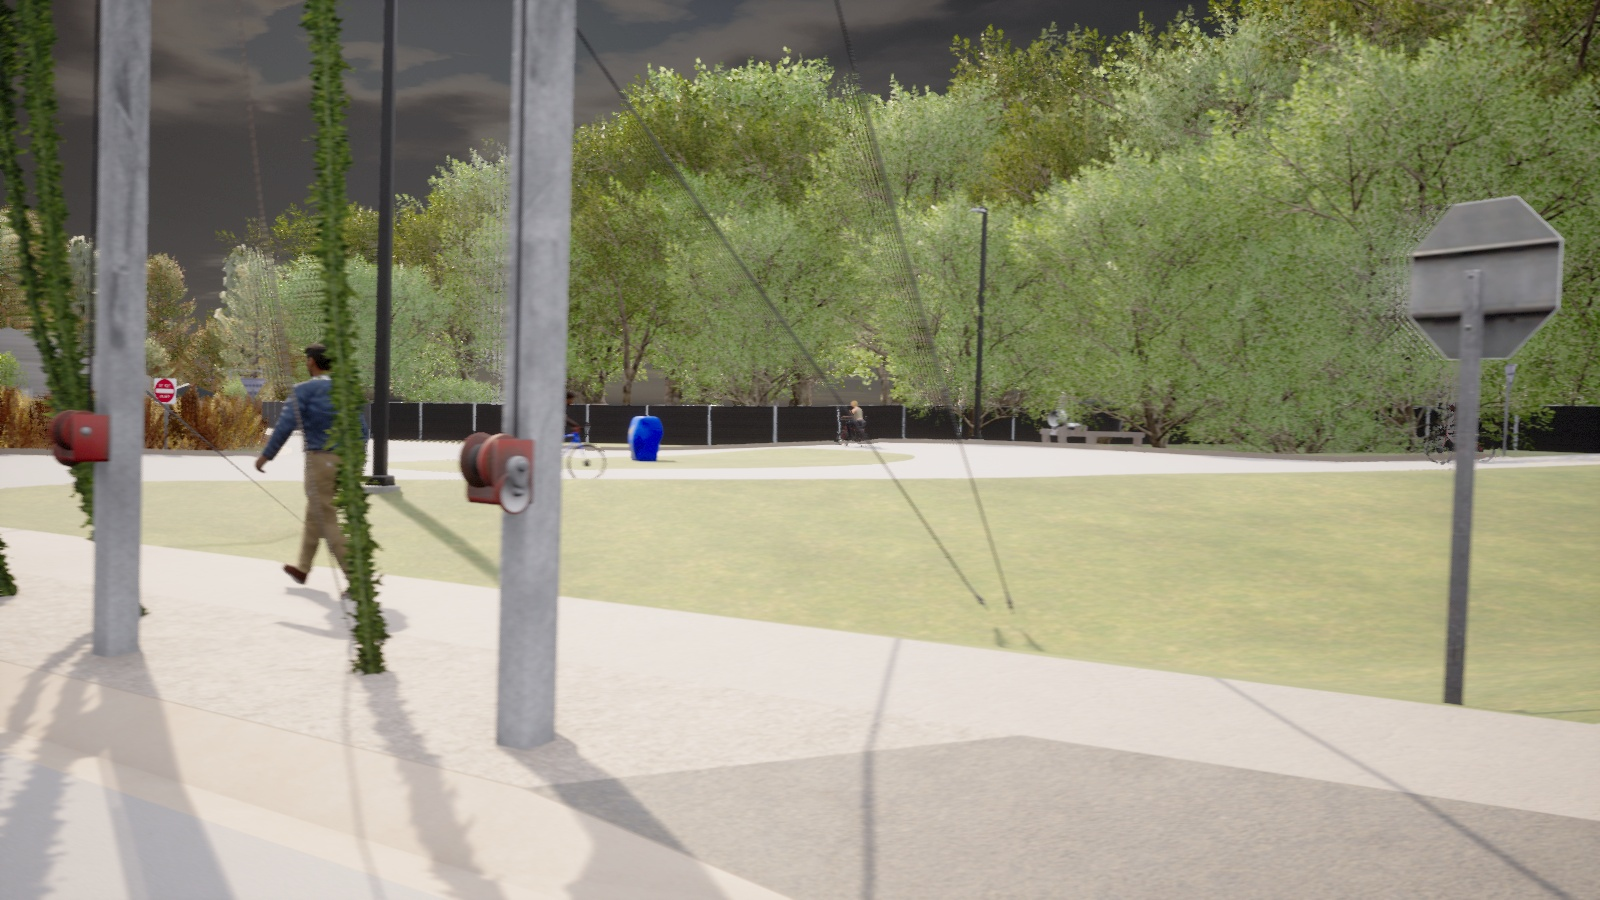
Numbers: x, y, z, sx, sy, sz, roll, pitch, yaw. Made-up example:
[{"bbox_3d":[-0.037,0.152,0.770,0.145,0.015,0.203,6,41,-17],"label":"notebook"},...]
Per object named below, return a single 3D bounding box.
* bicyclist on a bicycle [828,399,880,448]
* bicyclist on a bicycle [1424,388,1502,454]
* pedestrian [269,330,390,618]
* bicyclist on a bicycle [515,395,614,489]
[{"bbox_3d":[1.853,-0.927,43.034,1.509,1.612,0.866,1,5,43],"label":"bicyclist on a bicycle"},{"bbox_3d":[17.286,-0.757,32.773,1.656,1.620,0.582,-3,1,14],"label":"bicyclist on a bicycle"},{"bbox_3d":[-3.333,0.150,8.881,0.788,1.949,0.423,2,2,35],"label":"pedestrian"},{"bbox_3d":[-4.162,-0.145,22.206,1.656,1.620,0.582,-1,1,-11],"label":"bicyclist on a bicycle"}]
